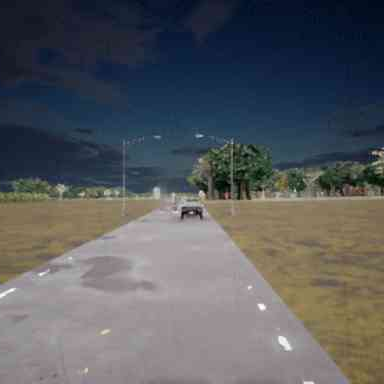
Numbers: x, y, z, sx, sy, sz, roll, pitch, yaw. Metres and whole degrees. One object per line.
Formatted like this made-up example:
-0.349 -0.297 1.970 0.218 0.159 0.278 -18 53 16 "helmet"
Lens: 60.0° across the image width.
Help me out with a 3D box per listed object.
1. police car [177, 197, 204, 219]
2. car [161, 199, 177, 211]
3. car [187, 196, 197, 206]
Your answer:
0.003 1.494 29.599 1.930 1.638 5.238 0 0 0 "police car"
-2.767 1.628 41.354 1.812 1.442 4.674 0 0 0 "car"
-0.022 1.641 60.160 1.801 1.575 5.366 0 0 0 "car"
